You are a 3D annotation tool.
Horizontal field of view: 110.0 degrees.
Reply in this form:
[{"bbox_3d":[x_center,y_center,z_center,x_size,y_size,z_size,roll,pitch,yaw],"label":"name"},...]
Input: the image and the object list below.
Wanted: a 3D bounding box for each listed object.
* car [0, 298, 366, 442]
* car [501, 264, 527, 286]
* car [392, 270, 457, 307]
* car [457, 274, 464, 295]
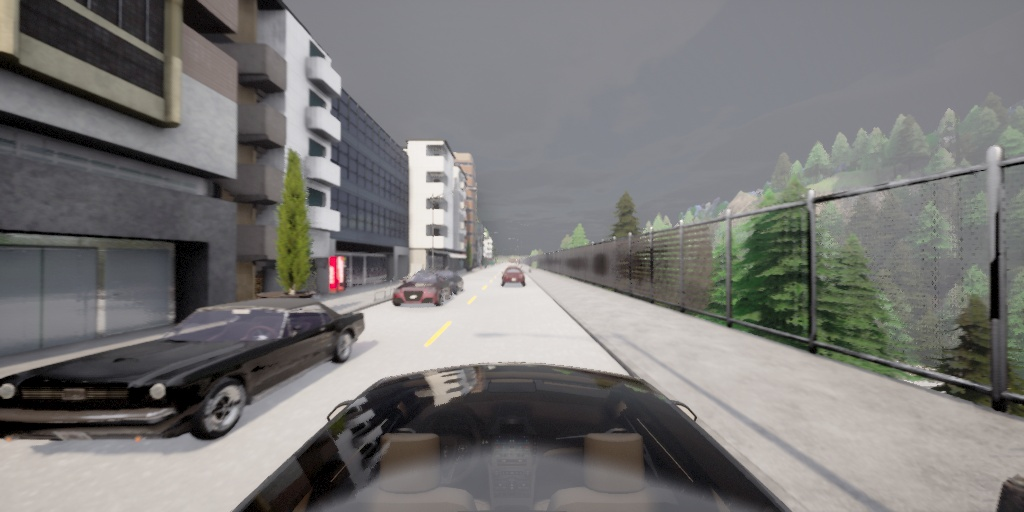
[{"bbox_3d":[-4.100,1.399,5.561,1.895,1.301,4.718,0,-1,0],"label":"car"},{"bbox_3d":[0.091,1.611,28.754,1.812,1.442,4.674,0,-1,-1],"label":"car"},{"bbox_3d":[-4.012,1.499,16.589,1.994,1.385,4.181,0,-1,0],"label":"car"},{"bbox_3d":[-4.067,1.560,21.579,1.994,1.385,4.181,0,-1,1],"label":"car"}]
